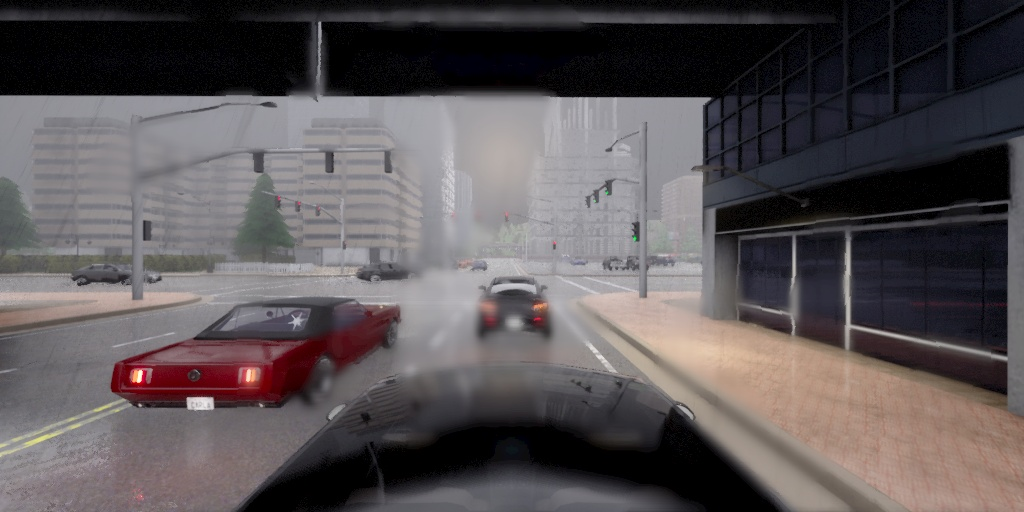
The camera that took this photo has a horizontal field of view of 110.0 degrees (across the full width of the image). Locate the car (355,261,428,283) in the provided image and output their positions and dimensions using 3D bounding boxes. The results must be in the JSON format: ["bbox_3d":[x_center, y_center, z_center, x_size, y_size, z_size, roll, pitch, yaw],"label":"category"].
[{"bbox_3d":[-9.333,1.250,27.496,4.892,1.490,1.837,0,2,-36],"label":"car"}]

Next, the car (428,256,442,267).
[{"bbox_3d":[-11.666,0.962,53.929,2.150,2.045,5.566,0,0,-1],"label":"car"}]

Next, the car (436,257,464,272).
[{"bbox_3d":[-8.115,1.233,47.368,2.128,1.511,4.902,0,0,0],"label":"car"}]

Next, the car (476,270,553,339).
[{"bbox_3d":[0.070,1.274,9.967,1.812,1.442,4.674,0,0,0],"label":"car"}]

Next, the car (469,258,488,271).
[{"bbox_3d":[-4.423,1.288,50.279,2.033,1.411,5.357,0,0,0],"label":"car"}]

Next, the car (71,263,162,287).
[{"bbox_3d":[-26.607,1.238,24.244,4.902,1.511,2.128,0,0,-1],"label":"car"}]

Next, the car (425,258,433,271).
[{"bbox_3d":[-11.589,1.306,44.572,1.994,1.385,4.181,0,0,0],"label":"car"}]

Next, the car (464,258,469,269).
[{"bbox_3d":[-8.183,1.092,56.280,2.097,1.767,4.553,0,0,0],"label":"car"}]

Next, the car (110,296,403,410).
[{"bbox_3d":[-3.441,1.350,6.201,1.895,1.301,4.718,0,0,0],"label":"car"}]
